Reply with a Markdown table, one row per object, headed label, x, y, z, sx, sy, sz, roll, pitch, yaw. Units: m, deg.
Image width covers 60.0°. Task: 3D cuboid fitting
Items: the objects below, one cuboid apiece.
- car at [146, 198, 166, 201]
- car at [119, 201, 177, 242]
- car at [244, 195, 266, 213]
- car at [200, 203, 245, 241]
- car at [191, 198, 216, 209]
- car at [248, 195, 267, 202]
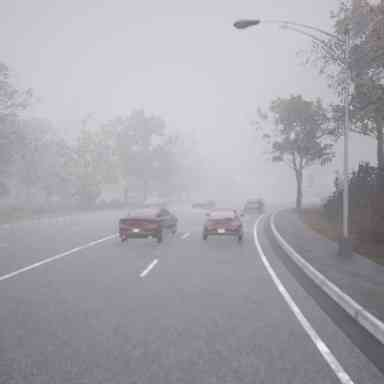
| label | x | y | z | sx | sy | sz | roll | pitch | yaw |
| --- | --- | --- | --- | --- | --- | --- | --- | --- | --- |
| car | -4.210 | 1.392 | 37.473 | 1.882 | 1.535 | 5.008 | 0 | 0 | 19 |
| car | -1.982 | 1.445 | 16.286 | 1.882 | 1.535 | 5.008 | 0 | 0 | 8 |
| car | 7.103 | 1.469 | 37.451 | 2.128 | 1.511 | 4.902 | 0 | 0 | 20 |
| car | 1.632 | 1.508 | 16.708 | 1.812 | 1.442 | 4.674 | 0 | 0 | 9 |
| car | 1.674 | 1.481 | 43.447 | 2.033 | 1.411 | 5.357 | 0 | 0 | 22 |
| car | 14.551 | 1.433 | 73.659 | 2.033 | 1.411 | 5.357 | 1 | 0 | 35 |
